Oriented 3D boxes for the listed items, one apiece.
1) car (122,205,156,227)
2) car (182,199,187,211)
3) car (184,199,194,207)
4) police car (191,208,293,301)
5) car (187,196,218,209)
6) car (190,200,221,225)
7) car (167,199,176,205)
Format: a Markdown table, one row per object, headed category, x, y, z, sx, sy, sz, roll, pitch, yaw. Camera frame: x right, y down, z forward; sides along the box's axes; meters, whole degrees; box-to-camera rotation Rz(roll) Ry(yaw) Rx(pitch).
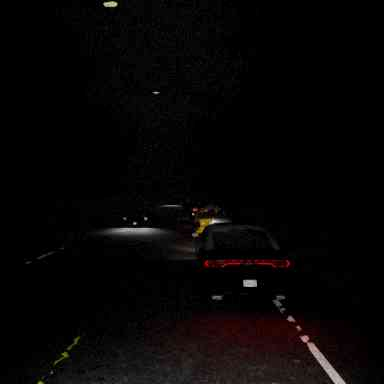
| category | x | y | z | sx | sy | sz | roll | pitch | yaw |
| --- | --- | --- | --- | --- | --- | --- | --- | --- | --- |
| car | -3.700 | 1.657 | 24.112 | 2.033 | 1.411 | 5.357 | 0 | 0 | 0 |
| car | -0.308 | 1.780 | 45.340 | 2.128 | 1.511 | 4.902 | 0 | -1 | 0 |
| car | -0.579 | 1.964 | 59.425 | 1.812 | 1.442 | 4.674 | 0 | -1 | -1 |
| police car | 1.040 | 1.448 | 8.578 | 1.930 | 1.638 | 5.238 | 0 | 0 | 0 |
| car | 0.925 | 1.316 | 24.526 | 2.150 | 2.045 | 5.566 | -1 | 0 | -1 |
| car | 0.978 | 1.517 | 18.672 | 1.801 | 1.575 | 5.366 | -1 | 0 | 0 |
| car | -4.370 | 2.199 | 71.584 | 1.895 | 1.301 | 4.718 | 0 | -1 | -1 |
